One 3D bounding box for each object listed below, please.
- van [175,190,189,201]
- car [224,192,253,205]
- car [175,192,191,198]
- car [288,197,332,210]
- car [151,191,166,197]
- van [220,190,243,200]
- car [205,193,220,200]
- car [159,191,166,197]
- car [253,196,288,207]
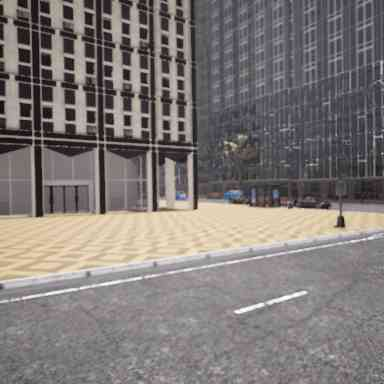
[{"bbox_3d":[-2.578,0.748,60.488,1.690,1.788,3.998,-1,1,-34],"label":"van"},{"bbox_3d":[6.978,1.132,46.372,1.947,1.339,4.313,-1,1,-34],"label":"car"},{"bbox_3d":[-2.053,0.697,74.602,1.802,1.307,4.206,-1,1,-34],"label":"car"},{"bbox_3d":[13.317,1.239,36.934,1.947,1.339,4.313,-1,1,-34],"label":"car"},{"bbox_3d":[-8.455,0.445,83.993,1.967,1.590,4.097,-1,1,-34],"label":"car"},{"bbox_3d":[7.546,0.619,60.507,1.690,1.788,3.998,-1,1,-34],"label":"van"},{"bbox_3d":[4.348,0.806,65.208,1.802,1.307,4.206,-1,1,-34],"label":"car"},{"bbox_3d":[-5.255,0.375,79.295,2.192,1.841,5.009,-1,1,-34],"label":"car"},{"bbox_3d":[10.130,1.202,41.643,1.802,1.307,4.206,-1,1,-34],"label":"car"}]
